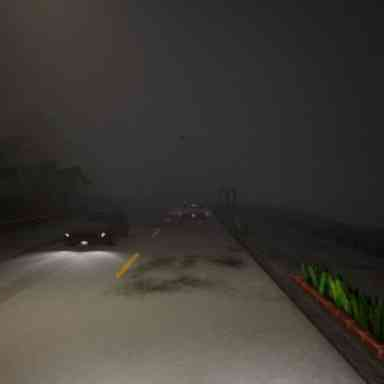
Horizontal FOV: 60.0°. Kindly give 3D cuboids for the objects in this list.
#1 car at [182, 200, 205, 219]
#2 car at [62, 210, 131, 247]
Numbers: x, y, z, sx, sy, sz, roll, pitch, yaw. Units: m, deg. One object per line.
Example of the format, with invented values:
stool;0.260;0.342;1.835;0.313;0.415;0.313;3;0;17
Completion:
car;0.127;1.580;28.408;1.895;1.301;4.718;0;0;0
car;-4.073;1.535;15.228;2.033;1.411;5.357;0;0;0
